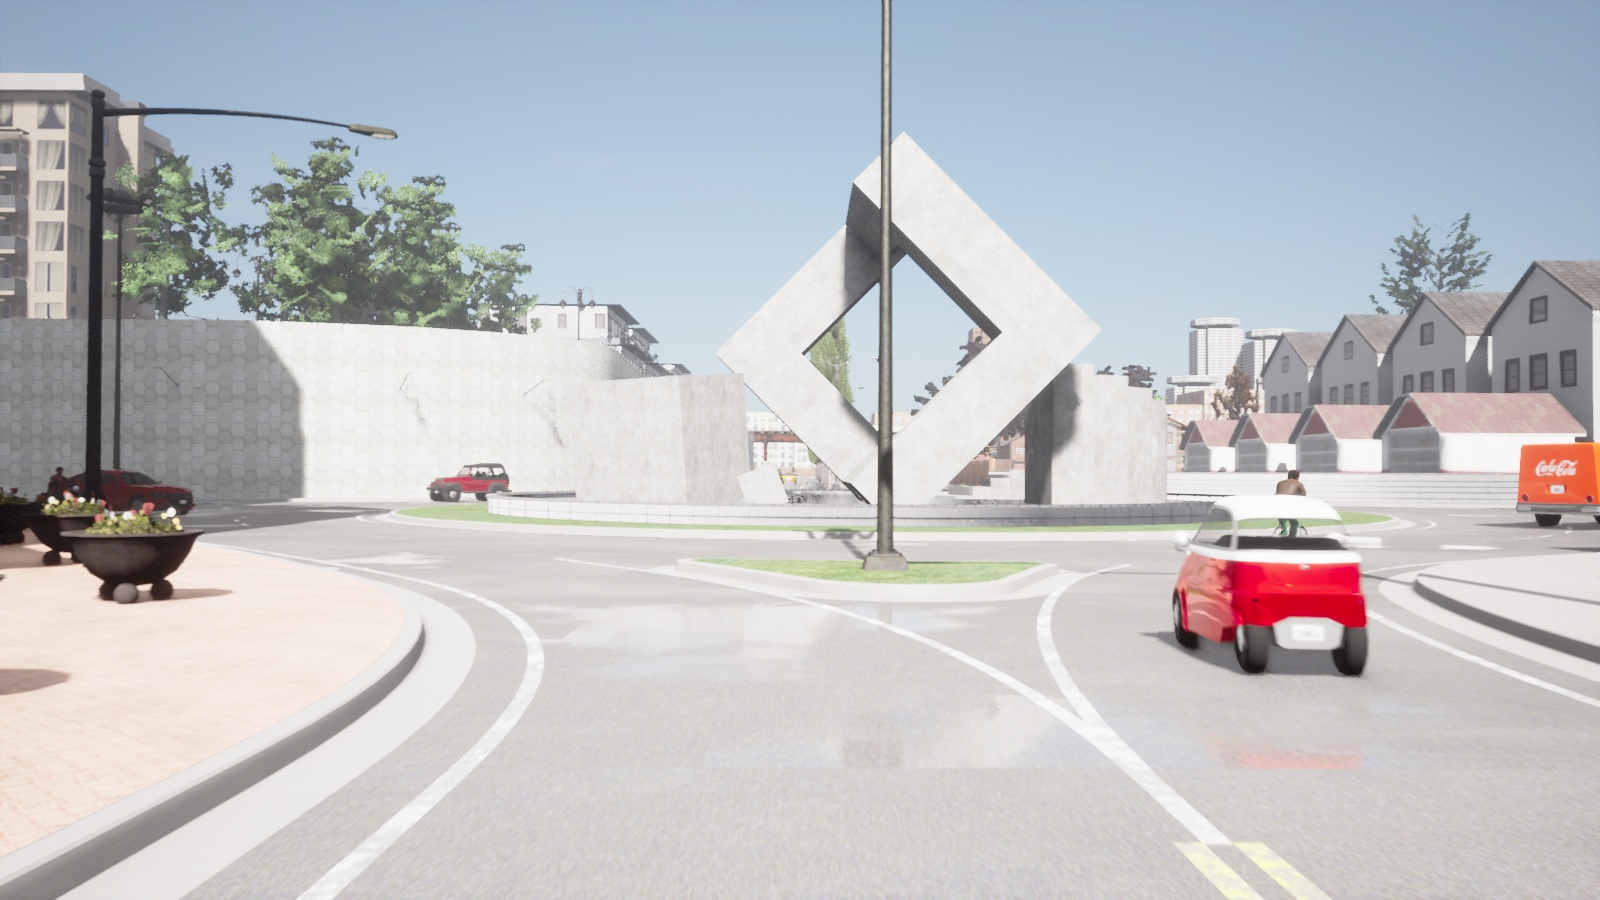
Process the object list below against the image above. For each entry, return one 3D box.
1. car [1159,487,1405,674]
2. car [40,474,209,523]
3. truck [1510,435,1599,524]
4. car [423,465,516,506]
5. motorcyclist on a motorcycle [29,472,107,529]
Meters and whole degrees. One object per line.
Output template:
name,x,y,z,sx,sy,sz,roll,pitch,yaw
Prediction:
car,4.017,1.033,10.765,1.481,1.376,2.207,0,0,7
car,-22.069,1.569,41.050,5.008,1.535,1.882,-1,-1,18
truck,23.753,0.848,36.834,5.204,2.467,2.627,0,-1,-27
car,-15.907,1.688,60.530,3.866,1.878,1.905,1,-1,-39
motorcyclist on a motorcycle,-21.557,1.471,36.983,2.350,1.649,0.766,0,0,25
